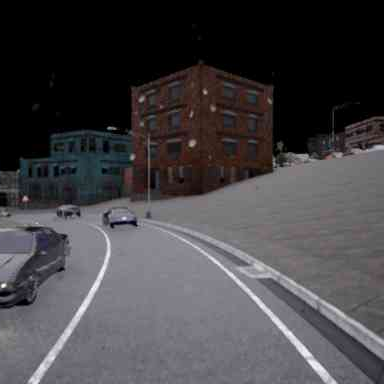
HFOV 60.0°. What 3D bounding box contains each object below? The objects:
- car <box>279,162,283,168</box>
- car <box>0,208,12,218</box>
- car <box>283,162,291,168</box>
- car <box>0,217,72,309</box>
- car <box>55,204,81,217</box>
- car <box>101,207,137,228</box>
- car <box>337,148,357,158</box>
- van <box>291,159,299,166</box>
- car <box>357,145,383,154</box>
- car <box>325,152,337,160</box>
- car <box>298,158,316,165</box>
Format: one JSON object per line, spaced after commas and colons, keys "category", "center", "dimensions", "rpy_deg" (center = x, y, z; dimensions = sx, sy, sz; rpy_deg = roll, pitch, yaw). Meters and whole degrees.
{"category": "car", "center": [21.997, -5.962, 78.241], "dimensions": [2.435, 2.045, 5.566], "rpy_deg": [0, 1, 0]}
{"category": "car", "center": [-26.507, 2.937, 45.550], "dimensions": [4.902, 1.511, 2.128], "rpy_deg": [-4, -1, 38]}
{"category": "car", "center": [22.018, -5.567, 72.759], "dimensions": [2.002, 1.452, 4.674], "rpy_deg": [0, 1, 0]}
{"category": "car", "center": [-4.357, 1.596, 8.231], "dimensions": [2.033, 1.411, 5.357], "rpy_deg": [0, 0, -8]}
{"category": "car", "center": [-14.685, 2.246, 39.239], "dimensions": [1.837, 1.490, 4.892], "rpy_deg": [-1, -1, -39]}
{"category": "car", "center": [-5.365, 1.795, 24.292], "dimensions": [1.994, 1.385, 4.181], "rpy_deg": [-1, -1, -23]}
{"category": "car", "center": [22.113, -5.134, 45.185], "dimensions": [2.185, 1.767, 4.553], "rpy_deg": [0, 1, 0]}
{"category": "van", "center": [22.036, -5.720, 67.112], "dimensions": [1.878, 1.987, 4.442], "rpy_deg": [0, 1, 0]}
{"category": "car", "center": [22.133, -4.832, 39.514], "dimensions": [2.002, 1.452, 4.674], "rpy_deg": [0, 1, 0]}
{"category": "car", "center": [22.094, -5.262, 50.704], "dimensions": [2.185, 1.767, 4.553], "rpy_deg": [0, 1, 0]}
{"category": "car", "center": [22.055, -5.381, 61.721], "dimensions": [2.231, 1.521, 4.892], "rpy_deg": [0, 1, 0]}
